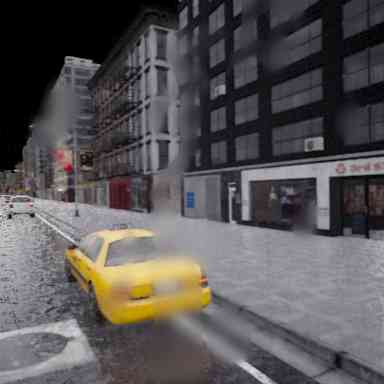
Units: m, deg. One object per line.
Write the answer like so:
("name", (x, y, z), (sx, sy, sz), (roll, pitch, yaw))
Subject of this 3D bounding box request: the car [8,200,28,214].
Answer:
("car", (-21.596, 1.786, 41.145), (2.033, 1.411, 5.357), (-1, 0, -29))

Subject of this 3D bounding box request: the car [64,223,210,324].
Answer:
("car", (-1.611, 1.455, 7.347), (1.801, 1.575, 5.366), (-1, 0, -29))

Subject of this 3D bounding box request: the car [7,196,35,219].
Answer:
("car", (-16.335, 1.398, 31.776), (2.150, 2.045, 5.566), (-1, 0, -28))
